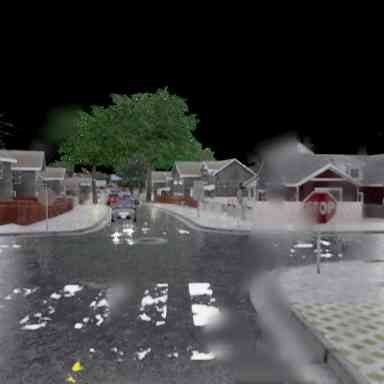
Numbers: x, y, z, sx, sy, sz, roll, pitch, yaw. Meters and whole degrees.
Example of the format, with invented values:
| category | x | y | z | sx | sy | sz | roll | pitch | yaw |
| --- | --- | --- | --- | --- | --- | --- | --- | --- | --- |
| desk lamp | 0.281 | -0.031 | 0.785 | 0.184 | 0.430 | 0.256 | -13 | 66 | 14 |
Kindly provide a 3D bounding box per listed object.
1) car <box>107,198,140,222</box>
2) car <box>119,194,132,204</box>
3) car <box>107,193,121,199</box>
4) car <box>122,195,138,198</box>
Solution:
| category | x | y | z | sx | sy | sz | roll | pitch | yaw |
| --- | --- | --- | --- | --- | --- | --- | --- | --- | --- |
| car | -5.293 | 1.484 | 26.072 | 2.128 | 1.511 | 4.902 | 0 | 0 | -10 |
| car | -13.132 | 1.310 | 65.758 | 2.097 | 1.767 | 4.553 | 0 | 0 | -16 |
| car | -13.585 | 1.204 | 57.786 | 2.150 | 2.045 | 5.566 | 0 | 0 | -17 |
| car | -10.195 | 1.312 | 56.233 | 2.097 | 1.767 | 4.553 | 0 | 0 | -17 |
